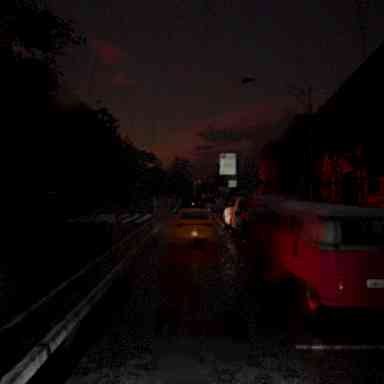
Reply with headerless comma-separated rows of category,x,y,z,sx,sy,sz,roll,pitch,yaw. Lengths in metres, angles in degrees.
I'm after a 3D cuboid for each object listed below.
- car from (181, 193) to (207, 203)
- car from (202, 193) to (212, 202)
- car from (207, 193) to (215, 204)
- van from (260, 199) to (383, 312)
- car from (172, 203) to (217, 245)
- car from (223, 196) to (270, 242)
car,0.103,1.206,34.099,2.150,2.045,5.566,0,0,0
car,2.931,0.985,65.448,1.882,1.535,5.008,0,2,0
car,2.931,1.243,57.597,1.837,1.490,4.892,0,2,0
van,3.051,1.261,7.697,1.878,1.987,4.442,0,0,0
car,0.100,1.484,15.583,1.882,1.535,5.008,0,0,0
car,3.052,1.234,18.702,2.435,2.045,5.566,0,0,0
